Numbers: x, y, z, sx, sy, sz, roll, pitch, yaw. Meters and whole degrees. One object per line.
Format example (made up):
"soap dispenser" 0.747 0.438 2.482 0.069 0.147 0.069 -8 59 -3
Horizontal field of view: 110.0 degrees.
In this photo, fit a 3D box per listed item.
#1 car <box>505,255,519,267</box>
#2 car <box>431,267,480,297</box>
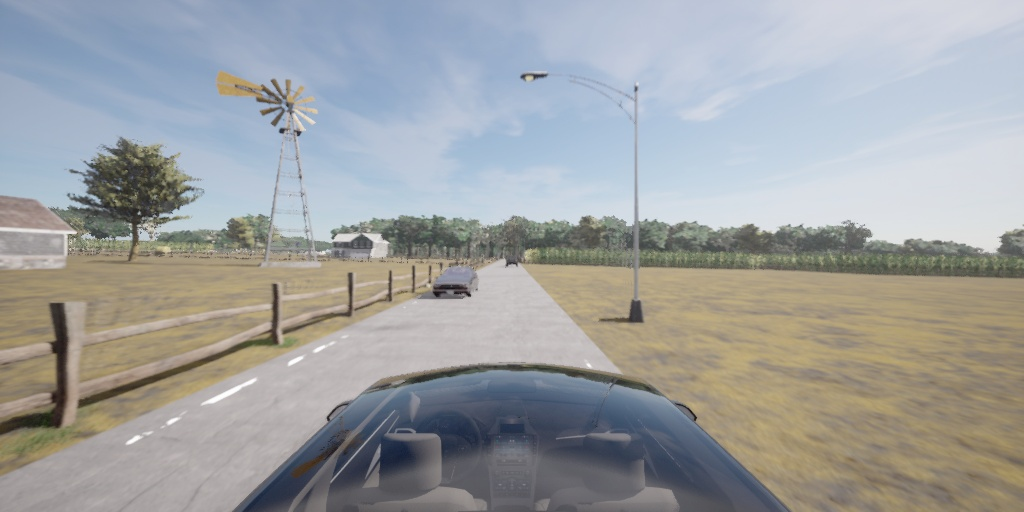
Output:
"car" -0.011 0.906 64.041 2.150 2.045 5.566 0 0 0
"car" -2.783 1.285 18.934 2.033 1.411 5.357 0 0 1
